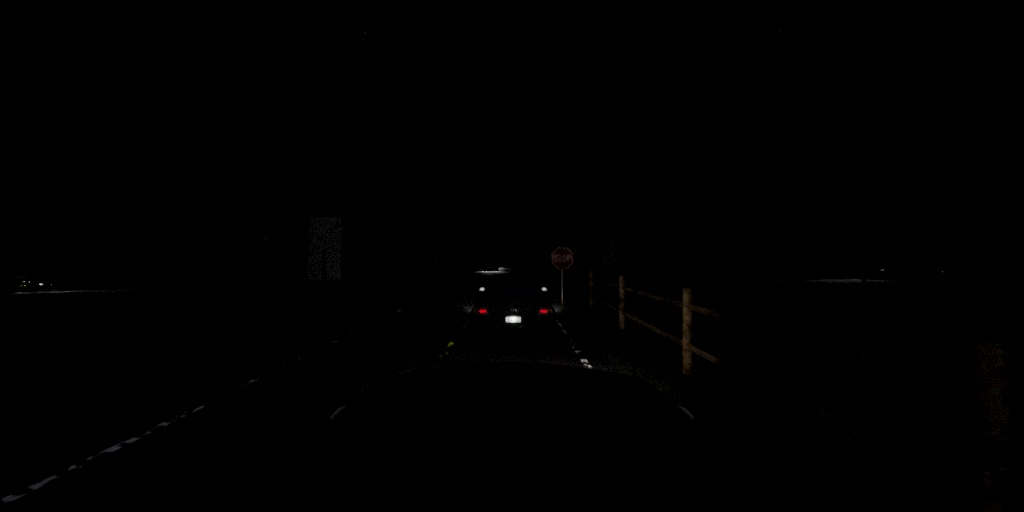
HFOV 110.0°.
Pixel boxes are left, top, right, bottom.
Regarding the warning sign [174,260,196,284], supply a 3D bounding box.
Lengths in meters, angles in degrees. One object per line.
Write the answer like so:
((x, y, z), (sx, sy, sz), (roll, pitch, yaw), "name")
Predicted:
((-25.792, 1.234, 28.368), (1.060, 1.860, 1.300), (0, 0, -1), "warning sign")

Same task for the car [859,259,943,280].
((28.735, 0.963, 26.598), (5.008, 1.535, 1.882), (-1, -1, -1), "car")

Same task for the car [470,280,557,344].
((0.033, 1.316, 9.604), (1.994, 1.385, 4.181), (0, 0, 0), "car")

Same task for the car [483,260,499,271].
((-2.898, 1.351, 48.941), (1.994, 1.385, 4.181), (0, 0, 0), "car")

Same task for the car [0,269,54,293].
((-32.663, 1.587, 23.012), (4.892, 1.490, 1.837), (-1, -1, -1), "car")
